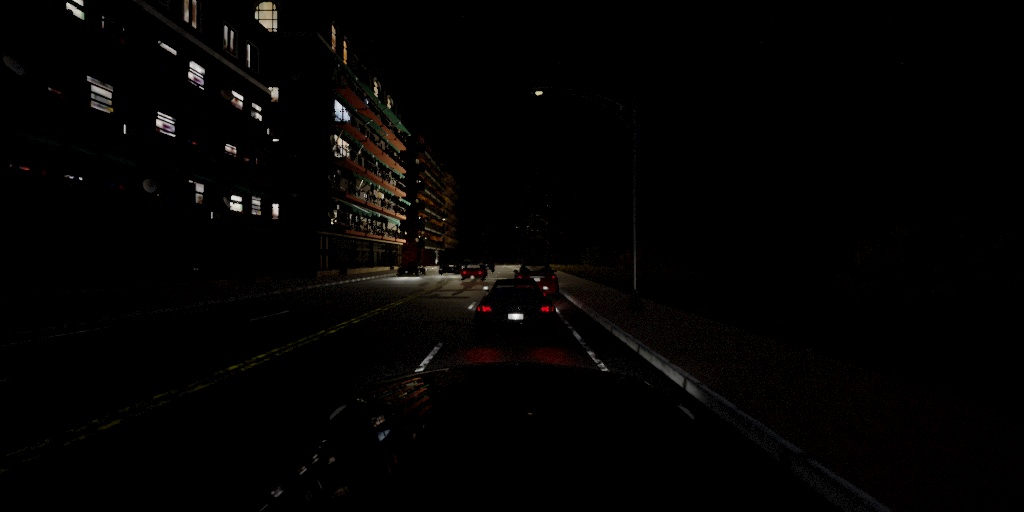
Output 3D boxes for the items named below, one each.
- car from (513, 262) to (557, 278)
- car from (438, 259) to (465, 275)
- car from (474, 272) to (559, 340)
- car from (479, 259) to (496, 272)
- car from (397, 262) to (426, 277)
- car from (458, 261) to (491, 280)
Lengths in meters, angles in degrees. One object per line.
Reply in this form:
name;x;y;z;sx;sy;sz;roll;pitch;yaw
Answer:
car;1.148;1.103;18.556;2.097;1.767;4.553;0;0;0
car;-6.577;1.257;38.314;1.837;1.490;4.892;0;0;0
car;0.100;1.315;9.976;1.994;1.385;4.181;0;0;0
car;-3.120;1.255;45.133;1.837;1.490;4.892;0;0;0
car;-9.829;1.316;35.304;1.994;1.385;4.181;0;0;0
car;-3.131;1.353;30.603;1.895;1.301;4.718;0;0;0
